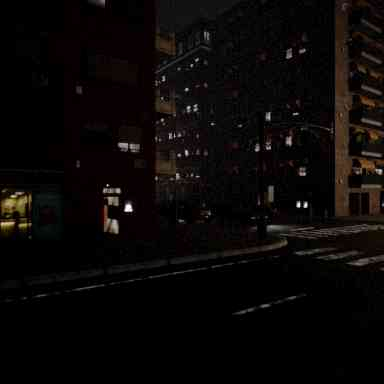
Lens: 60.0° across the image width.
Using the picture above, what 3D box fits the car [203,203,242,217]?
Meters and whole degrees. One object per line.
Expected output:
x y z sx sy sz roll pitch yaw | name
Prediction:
3.310 1.899 36.639 1.947 1.339 4.313 -1 0 -36 | car

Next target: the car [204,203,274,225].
3.580 1.779 26.346 2.033 1.411 5.357 0 -1 -34 | car

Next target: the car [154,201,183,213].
-3.280 2.025 45.615 2.008 1.369 4.403 -1 0 -36 | car

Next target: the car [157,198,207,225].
-0.390 1.586 27.061 2.192 1.841 5.009 -1 0 -36 | car

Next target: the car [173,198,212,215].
0.010 1.719 41.128 2.192 1.841 5.009 -1 0 -36 | car

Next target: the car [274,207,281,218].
6.605 1.844 32.151 1.802 1.307 4.206 -1 0 -36 | car
